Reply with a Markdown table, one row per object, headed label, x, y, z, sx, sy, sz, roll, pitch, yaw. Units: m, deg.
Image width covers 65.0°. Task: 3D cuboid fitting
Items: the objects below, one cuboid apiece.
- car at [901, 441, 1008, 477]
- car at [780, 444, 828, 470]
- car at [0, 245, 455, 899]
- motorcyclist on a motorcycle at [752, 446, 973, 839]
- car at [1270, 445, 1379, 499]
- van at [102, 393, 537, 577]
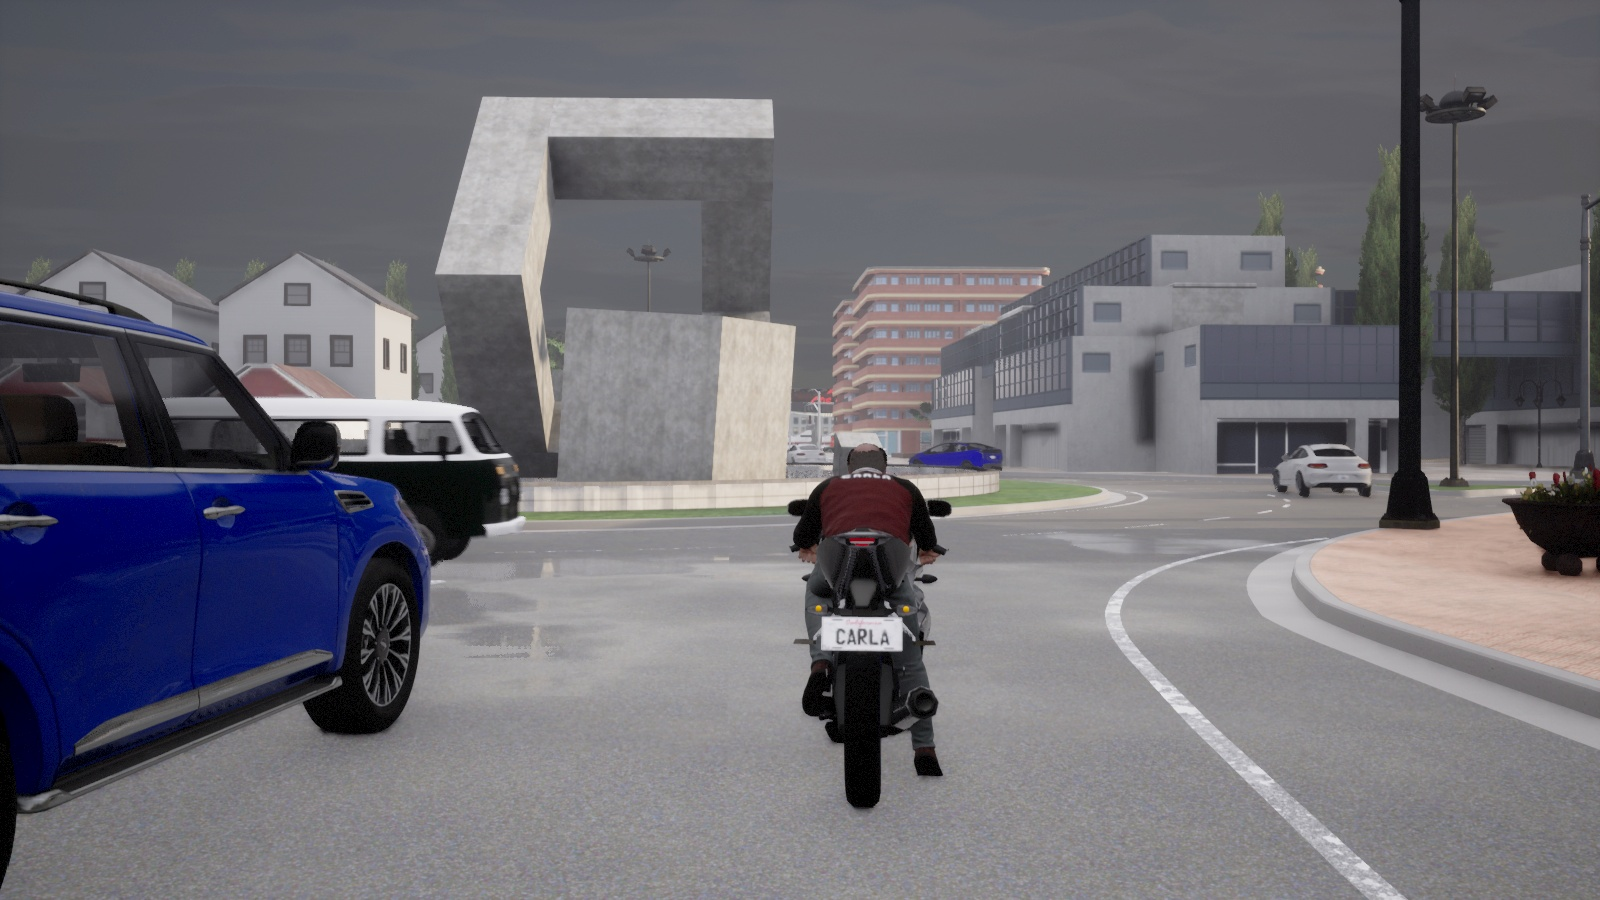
| label | x | y | z | sx | sy | sz | roll | pitch | yaw |
| --- | --- | --- | --- | --- | --- | --- | --- | --- | --- |
| car | 6.855 | 0.379 | 55.971 | 2.007 | 1.525 | 4.514 | 0 | 0 | -43 |
| car | 0.195 | 0.367 | 70.933 | 1.812 | 1.442 | 4.674 | 0 | 0 | -12 |
| car | -3.274 | 0.435 | 4.772 | 2.150 | 2.045 | 5.566 | 0 | 0 | 3 |
| motorcyclist on a motorcycle | 0.321 | 0.747 | 6.023 | 0.866 | 1.530 | 2.191 | 0 | 0 | 4 |
| car | 14.909 | 0.579 | 35.948 | 1.812 | 1.442 | 4.674 | 0 | 0 | 9 |
| van | -5.573 | 0.379 | 15.107 | 4.480 | 2.038 | 2.069 | 0 | 1 | -4 |
